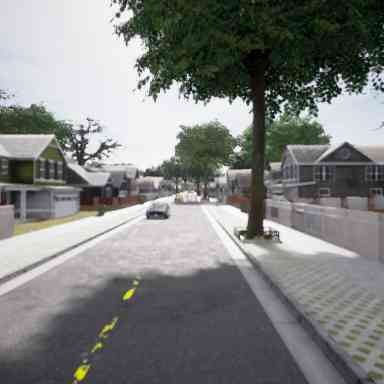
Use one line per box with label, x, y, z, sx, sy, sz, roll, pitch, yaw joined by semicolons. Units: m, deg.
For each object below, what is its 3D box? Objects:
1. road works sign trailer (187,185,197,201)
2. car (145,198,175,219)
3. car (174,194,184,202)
road works sign trailer;-0.007;0.196;73.896;2.380;3.560;2.880;0;0;0
car;-2.853;1.489;29.010;2.033;1.411;5.357;0;0;0
car;-2.763;1.201;70.098;1.882;1.535;5.008;0;0;0
